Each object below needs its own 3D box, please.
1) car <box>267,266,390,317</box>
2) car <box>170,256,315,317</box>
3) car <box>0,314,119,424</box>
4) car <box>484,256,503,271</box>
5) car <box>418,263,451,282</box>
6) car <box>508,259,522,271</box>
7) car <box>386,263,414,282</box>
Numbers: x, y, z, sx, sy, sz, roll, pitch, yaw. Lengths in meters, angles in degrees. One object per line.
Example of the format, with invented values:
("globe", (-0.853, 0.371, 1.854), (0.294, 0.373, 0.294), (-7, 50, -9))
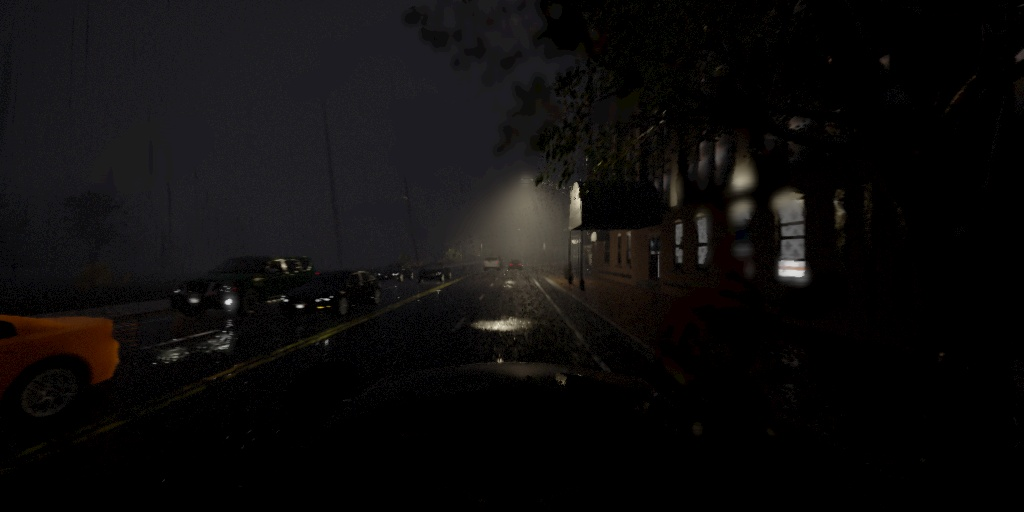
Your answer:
("car", (-6.458, 1.288, 13.406), (1.837, 1.490, 4.892), (0, 0, 1))
("car", (-9.702, 1.017, 13.766), (2.150, 2.045, 5.566), (0, 0, 1))
("car", (-6.596, 1.252, 2.980), (1.882, 1.535, 5.008), (0, 0, 1))
("car", (-2.799, 1.025, 51.286), (2.150, 2.045, 5.566), (0, 0, 1))
("car", (-6.255, 1.282, 29.478), (1.882, 1.535, 5.008), (0, 0, 1))
("car", (0.456, 1.318, 51.642), (1.812, 1.442, 4.674), (0, 0, 1))
("car", (-9.504, 1.337, 29.554), (1.837, 1.490, 4.892), (0, 0, 1))
